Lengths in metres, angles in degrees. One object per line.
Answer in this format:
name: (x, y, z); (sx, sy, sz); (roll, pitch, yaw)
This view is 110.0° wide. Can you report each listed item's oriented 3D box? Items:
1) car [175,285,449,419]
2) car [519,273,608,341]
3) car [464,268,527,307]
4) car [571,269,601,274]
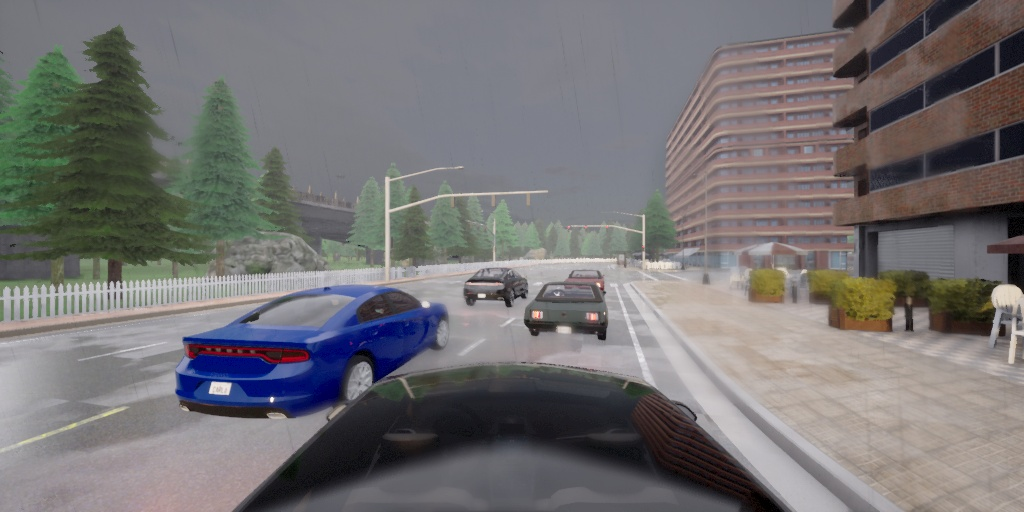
car: (-2.630, 1.228, 6.177); (1.882, 1.535, 5.008); (0, 0, 10)
car: (1.685, 1.351, 10.070); (1.895, 1.301, 4.718); (0, 0, 14)
car: (-0.534, 1.241, 15.437); (2.128, 1.511, 4.902); (0, 0, 14)
car: (3.928, 1.350, 18.949); (1.895, 1.301, 4.718); (0, 0, 14)
